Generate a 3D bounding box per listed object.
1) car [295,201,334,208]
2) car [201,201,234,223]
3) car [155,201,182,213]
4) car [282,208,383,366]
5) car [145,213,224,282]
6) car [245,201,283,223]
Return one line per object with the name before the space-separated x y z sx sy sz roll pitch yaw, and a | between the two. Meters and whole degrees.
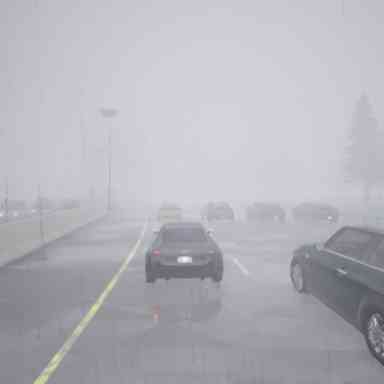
car | 8.974 1.457 24.690 1.837 1.490 4.892 0 0 -6
car | 1.853 1.457 25.217 2.128 1.511 4.902 0 0 -7
car | -1.918 1.449 27.090 1.882 1.535 5.008 0 0 -8
car | 3.397 1.338 5.941 2.097 1.767 4.553 0 0 -2
car | -0.269 1.553 9.806 1.994 1.385 4.181 0 0 -3
car | 5.417 1.464 24.991 1.837 1.490 4.892 0 0 -7
